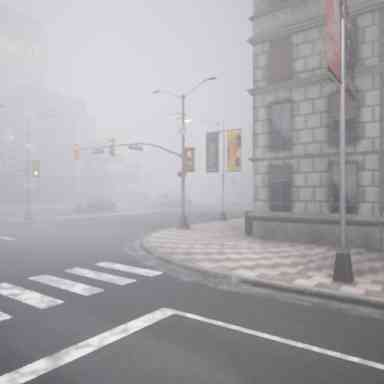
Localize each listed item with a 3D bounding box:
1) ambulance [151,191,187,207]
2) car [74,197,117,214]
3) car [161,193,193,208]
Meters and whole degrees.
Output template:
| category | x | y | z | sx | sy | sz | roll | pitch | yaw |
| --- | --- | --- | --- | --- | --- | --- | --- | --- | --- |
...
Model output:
| category | x | y | z | sx | sy | sz | roll | pitch | yaw |
| --- | --- | --- | --- | --- | --- | --- | --- | --- | --- |
| ambulance | -3.434 | 1.044 | 50.665 | 2.351 | 2.431 | 6.366 | 0 | 0 | 36 |
| car | -10.257 | 1.365 | 35.387 | 2.097 | 1.767 | 4.553 | 0 | 0 | 36 |
| car | -1.794 | 1.364 | 46.969 | 2.097 | 1.767 | 4.553 | 0 | 0 | 36 |
